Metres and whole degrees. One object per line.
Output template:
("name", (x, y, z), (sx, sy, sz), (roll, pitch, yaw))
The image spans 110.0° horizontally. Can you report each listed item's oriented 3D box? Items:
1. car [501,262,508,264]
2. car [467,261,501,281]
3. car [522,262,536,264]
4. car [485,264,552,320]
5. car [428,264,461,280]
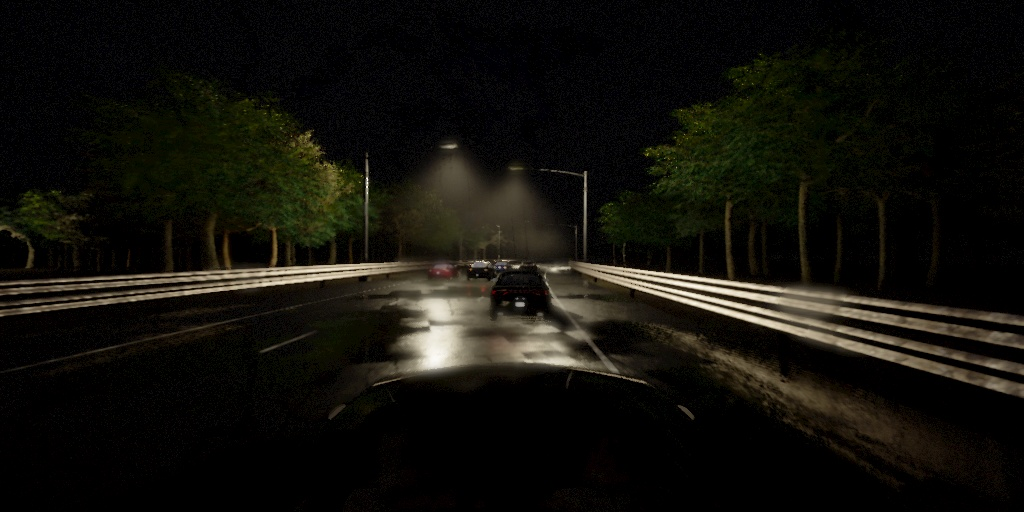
("car", (-1.140, 1.377, 43.708), (2.033, 1.411, 5.357), (0, 0, 7))
("car", (-2.441, 1.278, 29.753), (2.128, 1.511, 4.902), (0, 0, 5))
("car", (1.725, 1.319, 36.829), (1.837, 1.490, 4.892), (0, 0, 5))
("car", (0.307, 1.230, 12.683), (1.882, 1.535, 5.008), (0, 0, 2))
("car", (-5.829, 1.351, 31.231), (1.994, 1.385, 4.181), (0, 0, 6))
